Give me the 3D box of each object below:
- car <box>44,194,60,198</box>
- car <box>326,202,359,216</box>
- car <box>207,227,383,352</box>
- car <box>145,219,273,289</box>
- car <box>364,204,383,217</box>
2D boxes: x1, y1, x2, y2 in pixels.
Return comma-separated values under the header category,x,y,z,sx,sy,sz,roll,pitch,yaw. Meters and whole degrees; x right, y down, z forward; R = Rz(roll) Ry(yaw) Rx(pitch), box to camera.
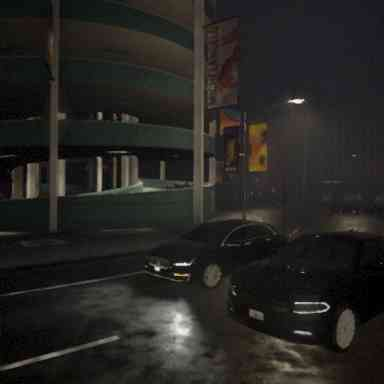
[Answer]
category,x,y,z,sx,sy,sz,roll,pitch,yaw
car,-23.001,1.287,55.206,2.435,2.045,5.566,1,-1,-36
car,17.345,1.913,38.518,1.837,1.490,4.892,1,0,-5
car,2.791,1.546,6.540,5.008,1.535,1.882,1,-1,-42
car,0.939,1.582,9.536,4.892,1.490,1.837,1,0,-44
car,21.121,1.965,36.494,2.033,1.411,5.357,0,0,-3
